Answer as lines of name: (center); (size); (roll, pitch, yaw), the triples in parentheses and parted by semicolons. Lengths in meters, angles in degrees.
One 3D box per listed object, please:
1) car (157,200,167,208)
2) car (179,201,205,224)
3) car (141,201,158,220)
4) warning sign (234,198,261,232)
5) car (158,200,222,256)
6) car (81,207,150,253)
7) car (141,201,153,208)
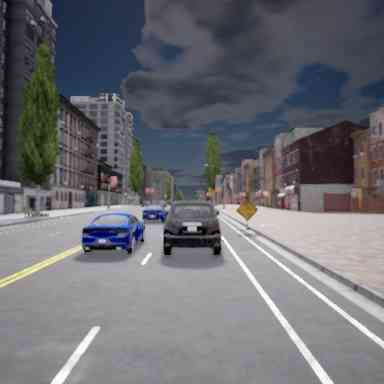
car: (-6.429, 2.553, 71.840); (1.837, 1.490, 4.892); (0, -1, 0)
car: (0.031, 1.696, 29.103); (2.097, 1.767, 4.553); (0, -1, 0)
car: (-3.214, 1.829, 29.486); (1.882, 1.535, 5.008); (0, -1, 0)
warning sign: (3.211, 1.333, 19.298); (1.300, 1.860, 1.060); (-2, -3, 0)
car: (0.015, 1.370, 14.028); (2.150, 2.045, 5.566); (0, -1, 0)
car: (-3.227, 1.637, 14.494); (1.882, 1.535, 5.008); (0, 0, 0)
car: (-9.679, 2.606, 71.843); (1.994, 1.385, 4.181); (0, -1, 0)
